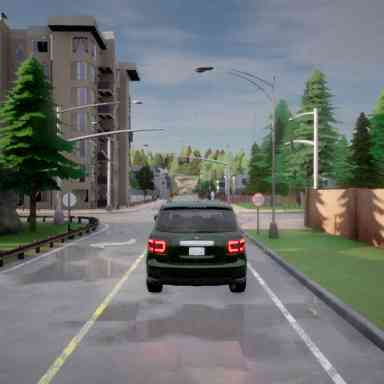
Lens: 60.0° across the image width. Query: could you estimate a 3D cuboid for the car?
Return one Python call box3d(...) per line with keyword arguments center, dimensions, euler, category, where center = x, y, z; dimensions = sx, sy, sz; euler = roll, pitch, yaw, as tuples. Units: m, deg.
box3d(center=(0.093, 1.221, 9.018), dimensions=(2.150, 2.045, 5.566), euler=(0, 0, 0), category="car")
